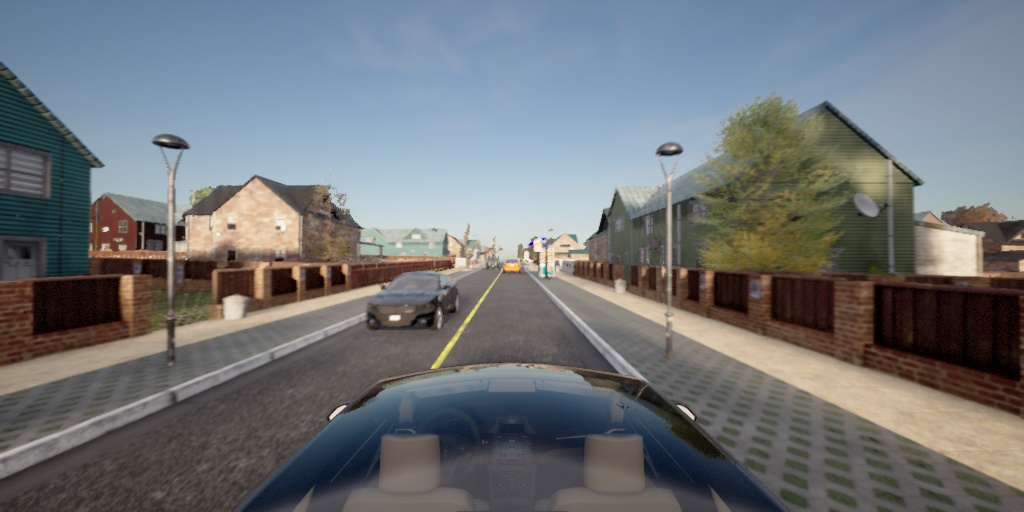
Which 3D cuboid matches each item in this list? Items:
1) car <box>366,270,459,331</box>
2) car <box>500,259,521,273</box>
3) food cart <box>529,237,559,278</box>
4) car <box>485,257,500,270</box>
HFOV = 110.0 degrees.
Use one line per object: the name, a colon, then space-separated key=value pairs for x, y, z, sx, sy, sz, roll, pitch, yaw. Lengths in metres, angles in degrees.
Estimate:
car: x=-2.852 y=1.231 z=11.221 sx=1.882 sy=1.535 sz=5.008 roll=0 pitch=0 yaw=0
car: x=0.011 y=1.151 z=43.833 sx=2.097 sy=1.767 sz=4.553 roll=0 pitch=0 yaw=0
food cart: x=3.000 y=0.240 z=32.172 sx=2.280 sy=3.560 sz=4.660 roll=0 pitch=0 yaw=0
car: x=-2.766 y=1.102 z=54.128 sx=2.150 sy=2.045 sz=5.566 roll=0 pitch=0 yaw=0
